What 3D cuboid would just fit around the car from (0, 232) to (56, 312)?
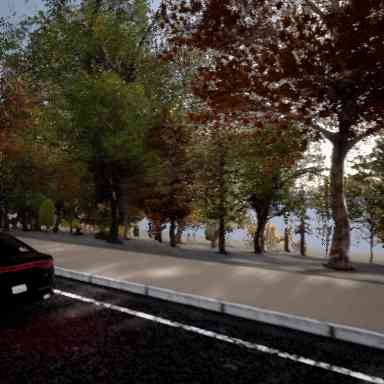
[{"bbox_3d":[-5.048,1.584,7.283,5.008,1.535,1.882,-1,-1,35],"label":"car"}]
